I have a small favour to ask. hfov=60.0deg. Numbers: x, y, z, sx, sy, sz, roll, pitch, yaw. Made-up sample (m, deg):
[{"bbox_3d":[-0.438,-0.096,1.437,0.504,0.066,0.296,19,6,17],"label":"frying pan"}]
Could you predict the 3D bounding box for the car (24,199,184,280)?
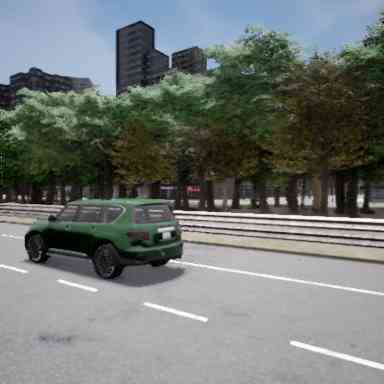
[{"bbox_3d":[-2.842,1.221,10.196,5.566,2.045,2.150,0,0,36],"label":"car"}]
